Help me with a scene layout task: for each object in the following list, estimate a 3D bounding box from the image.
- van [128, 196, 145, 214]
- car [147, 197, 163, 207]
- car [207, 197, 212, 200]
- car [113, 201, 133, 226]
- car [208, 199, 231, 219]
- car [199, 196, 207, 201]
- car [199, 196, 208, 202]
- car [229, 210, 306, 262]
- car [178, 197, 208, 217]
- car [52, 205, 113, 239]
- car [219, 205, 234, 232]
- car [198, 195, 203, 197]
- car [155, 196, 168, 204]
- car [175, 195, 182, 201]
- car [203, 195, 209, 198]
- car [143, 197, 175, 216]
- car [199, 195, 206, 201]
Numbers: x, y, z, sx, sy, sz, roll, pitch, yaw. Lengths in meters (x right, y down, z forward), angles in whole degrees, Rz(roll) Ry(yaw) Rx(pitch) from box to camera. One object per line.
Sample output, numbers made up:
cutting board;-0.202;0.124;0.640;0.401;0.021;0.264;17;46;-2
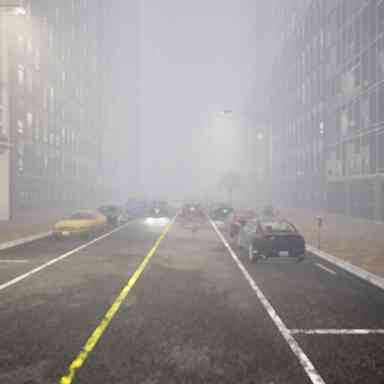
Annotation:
van;-5.723;1.352;34.666;1.690;1.788;3.998;0;0;0
car;-5.737;1.556;51.757;2.008;1.369;4.403;0;0;0
car;2.658;1.556;34.672;1.887;1.381;4.507;0;0;0
car;-5.712;1.576;23.270;1.947;1.339;4.313;0;0;0
car;2.663;1.577;28.974;1.947;1.339;4.313;0;0;0
car;2.620;1.553;80.250;1.802;1.307;4.206;0;0;0
car;2.625;1.562;74.553;1.802;1.307;4.206;0;0;0
car;2.677;1.558;11.883;2.008;1.369;4.403;0;0;0
car;0.071;1.515;31.155;2.163;1.488;4.792;0;0;0
car;-5.708;1.535;17.404;1.752;1.417;4.829;0;0;0
car;2.672;1.592;17.580;1.802;1.307;4.206;0;0;0
car;0.006;1.512;46.357;2.163;1.488;4.792;0;0;0
car;-5.746;1.546;63.152;2.008;1.369;4.403;0;0;0
car;-3.063;1.415;73.437;1.882;1.535;5.008;0;0;0
car;2.644;1.531;51.933;1.752;1.417;4.829;0;0;0
car;-3.126;1.502;32.281;2.128;1.511;4.902;0;0;0
car;2.615;1.488;86.117;1.752;1.417;4.829;0;0;0
